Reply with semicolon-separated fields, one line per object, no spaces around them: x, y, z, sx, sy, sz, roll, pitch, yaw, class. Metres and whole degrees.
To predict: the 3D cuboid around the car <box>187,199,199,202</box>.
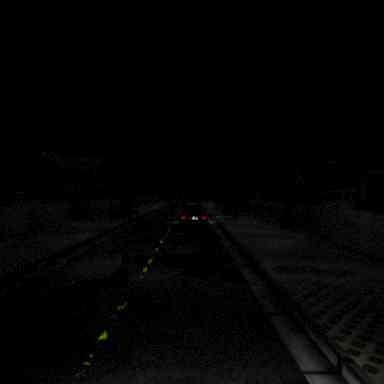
0.091;1.606;41.691;2.128;1.511;4.902;0;0;0;car

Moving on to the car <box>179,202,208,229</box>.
0.096;1.586;21.805;2.033;1.411;5.357;0;0;0;car
